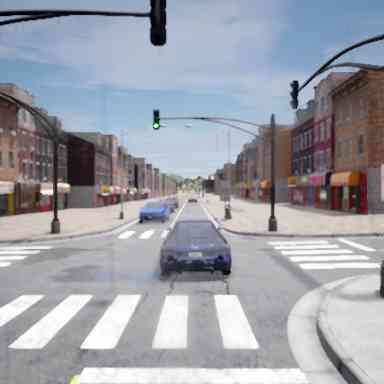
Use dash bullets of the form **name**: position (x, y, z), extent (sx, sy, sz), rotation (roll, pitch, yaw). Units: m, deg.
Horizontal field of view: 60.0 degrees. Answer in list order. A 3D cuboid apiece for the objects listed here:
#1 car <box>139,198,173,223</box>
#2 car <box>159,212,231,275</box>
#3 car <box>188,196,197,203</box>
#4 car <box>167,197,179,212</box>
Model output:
- **car**: position (-2.811, 1.472, 25.524), extent (1.882, 1.535, 5.008), rotation (0, 0, 2)
- **car**: position (0.095, 1.570, 10.600), extent (1.994, 1.385, 4.181), rotation (-1, 1, 0)
- **car**: position (0.097, 1.483, 65.635), extent (1.895, 1.301, 4.718), rotation (0, 0, 0)
- **car**: position (-2.803, 1.468, 35.573), extent (2.128, 1.511, 4.902), rotation (0, 0, 0)
